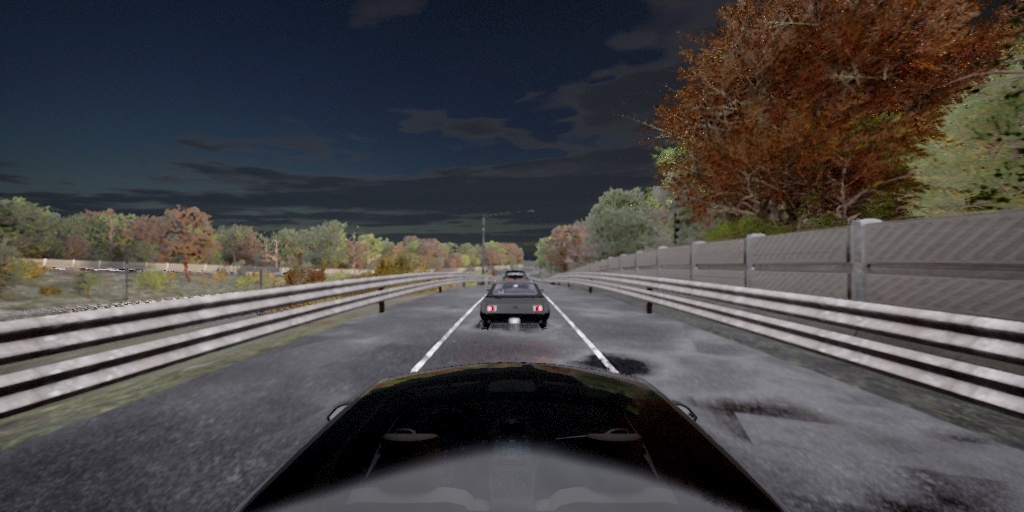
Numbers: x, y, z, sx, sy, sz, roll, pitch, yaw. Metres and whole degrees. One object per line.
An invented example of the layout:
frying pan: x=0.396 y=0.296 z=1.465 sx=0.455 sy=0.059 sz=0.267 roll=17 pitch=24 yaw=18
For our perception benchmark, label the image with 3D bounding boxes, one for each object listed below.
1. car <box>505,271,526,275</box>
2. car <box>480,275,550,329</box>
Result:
car: x=0.249 y=1.807 z=25.958 sx=1.837 sy=1.490 sz=4.892 roll=0 pitch=-3 yaw=1
car: x=0.093 y=1.449 z=11.631 sx=1.895 sy=1.301 sz=4.718 roll=0 pitch=-1 yaw=1
